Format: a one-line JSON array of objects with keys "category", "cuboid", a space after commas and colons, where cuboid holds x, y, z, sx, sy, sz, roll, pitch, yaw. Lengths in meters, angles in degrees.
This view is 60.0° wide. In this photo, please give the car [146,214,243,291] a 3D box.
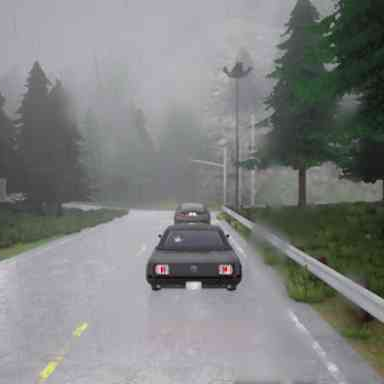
[{"category": "car", "cuboid": [0.048, 1.475, 8.581, 1.895, 1.301, 4.718, 0, 1, 0]}]

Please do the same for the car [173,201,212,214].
[{"category": "car", "cuboid": [0.027, 1.244, 17.924, 1.837, 1.490, 4.892, 0, 1, 1]}]
